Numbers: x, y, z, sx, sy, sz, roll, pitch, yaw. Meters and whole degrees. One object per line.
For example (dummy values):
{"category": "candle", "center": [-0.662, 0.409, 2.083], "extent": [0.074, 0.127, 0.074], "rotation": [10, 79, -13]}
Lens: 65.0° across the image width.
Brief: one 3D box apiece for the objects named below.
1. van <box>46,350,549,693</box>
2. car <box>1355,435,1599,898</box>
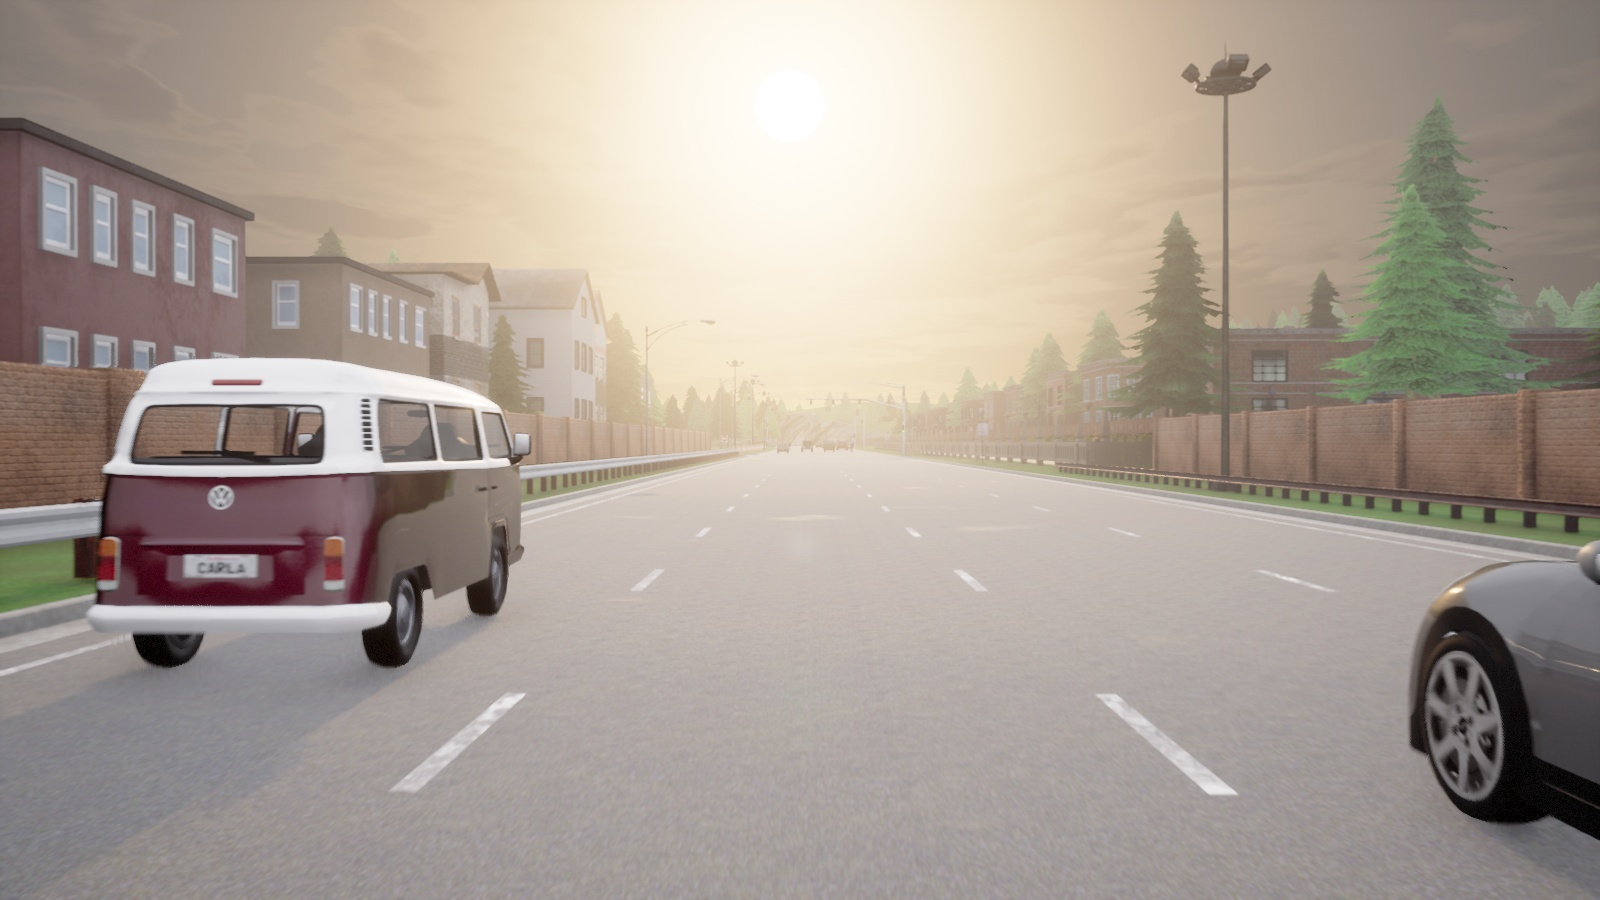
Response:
{"category": "van", "center": [-3.429, 0.412, 9.696], "extent": [2.069, 2.038, 4.480], "rotation": [0, 0, 0]}
{"category": "car", "center": [3.537, 0.693, 3.884], "extent": [1.970, 1.475, 3.806], "rotation": [0, 0, 0]}
